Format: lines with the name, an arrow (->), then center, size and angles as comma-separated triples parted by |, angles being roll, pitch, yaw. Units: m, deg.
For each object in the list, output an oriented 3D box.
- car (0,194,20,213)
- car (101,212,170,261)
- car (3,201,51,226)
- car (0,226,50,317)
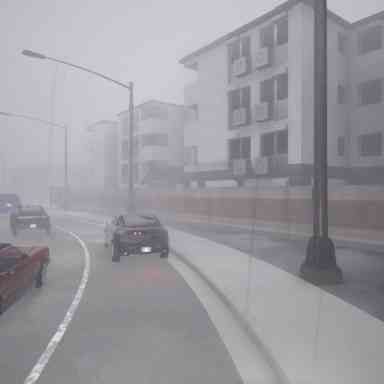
car -> -16.937, 1.221, 30.241 | 2.150, 2.045, 5.566 | 0, 0, -34
car -> -2.189, 1.504, 12.417 | 1.837, 1.490, 4.892 | 0, 0, -19
car -> -9.332, 1.492, 18.980 | 2.128, 1.511, 4.902 | 0, 0, -31
car -> -4.146, 1.601, 6.246 | 1.895, 1.301, 4.718 | 0, 0, -10
